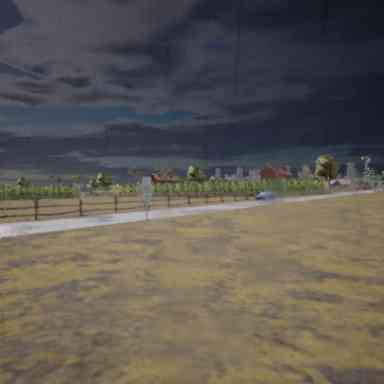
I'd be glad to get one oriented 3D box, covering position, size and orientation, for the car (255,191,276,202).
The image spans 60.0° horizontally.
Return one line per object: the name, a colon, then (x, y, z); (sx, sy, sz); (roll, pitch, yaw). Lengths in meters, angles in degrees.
car: (11.482, 0.630, 51.738); (1.882, 1.535, 5.008); (0, 1, 36)
